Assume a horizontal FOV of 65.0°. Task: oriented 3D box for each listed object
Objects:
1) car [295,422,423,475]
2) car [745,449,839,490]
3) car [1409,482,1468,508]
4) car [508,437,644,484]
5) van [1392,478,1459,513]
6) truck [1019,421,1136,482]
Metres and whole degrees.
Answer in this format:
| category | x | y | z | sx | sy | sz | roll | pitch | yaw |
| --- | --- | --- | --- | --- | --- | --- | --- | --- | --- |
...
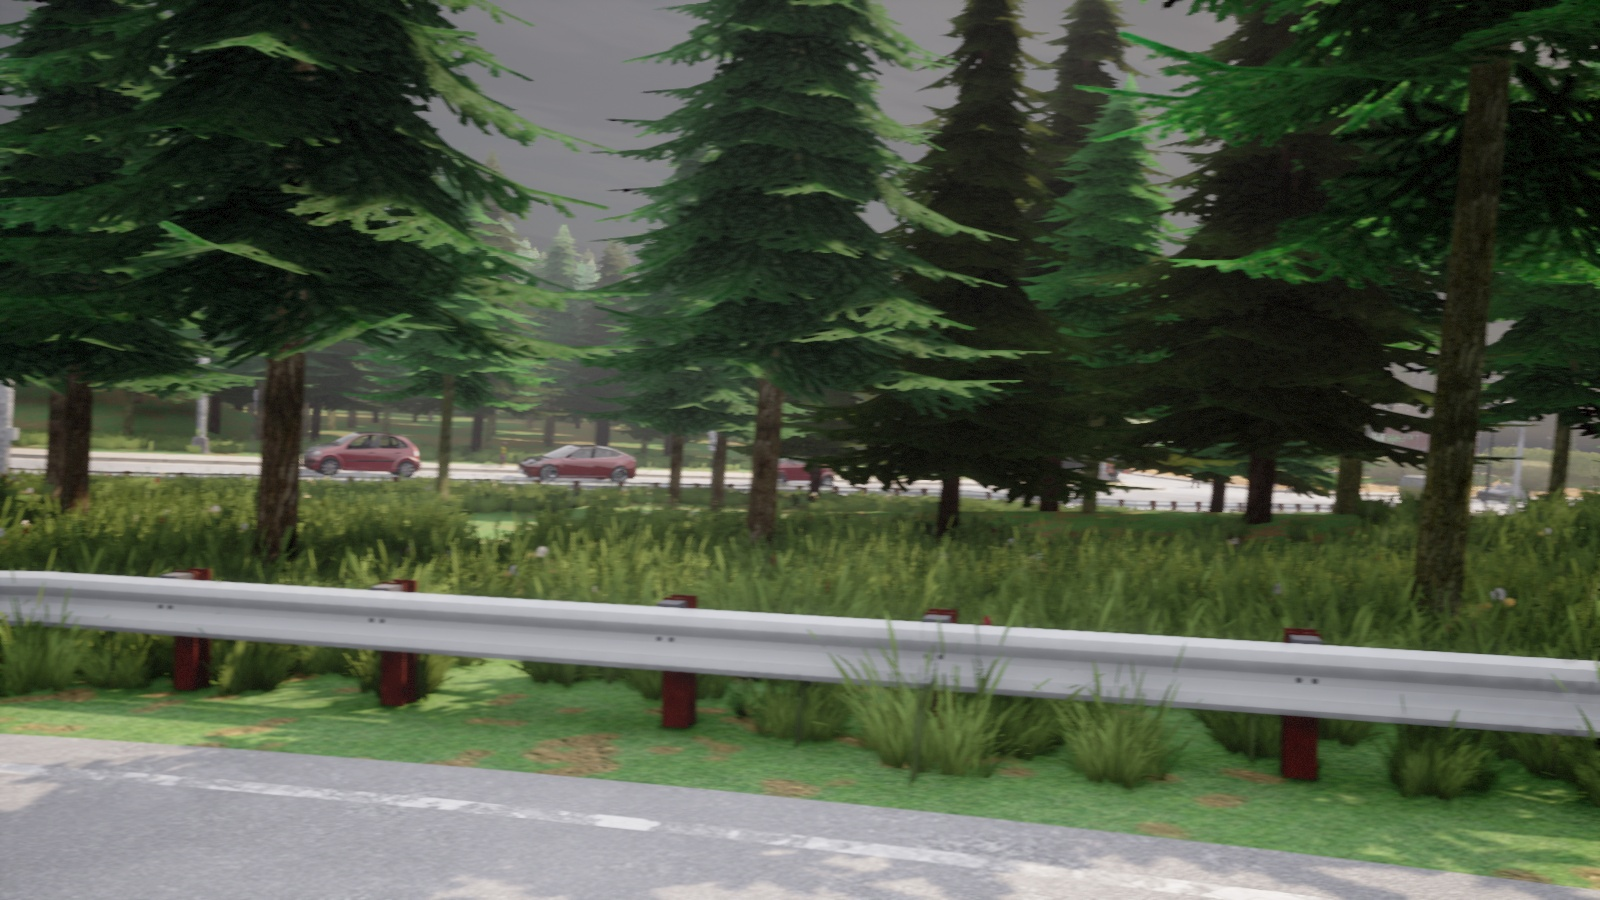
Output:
| category | x | y | z | sx | sy | sz | roll | pitch | yaw |
| --- | --- | --- | --- | --- | --- | --- | --- | --- | --- |
| car | -16.068 | -0.040 | 45.819 | 3.988 | 1.617 | 1.851 | 3 | 3 | -33 |
| car | -0.359 | 0.870 | 56.149 | 3.705 | 1.549 | 1.789 | 2 | 4 | -34 |
| car | 44.580 | 3.148 | 87.638 | 3.806 | 1.475 | 1.970 | 3 | 3 | -35 |
| car | -8.975 | 0.441 | 50.420 | 4.792 | 1.488 | 2.163 | 3 | 3 | -33 |
| van | 39.905 | 2.910 | 80.069 | 4.442 | 1.987 | 1.775 | 3 | 3 | -35 |
| truck | 19.455 | 0.044 | 88.532 | 2.891 | 3.462 | 7.936 | 3 | 3 | -34 |
